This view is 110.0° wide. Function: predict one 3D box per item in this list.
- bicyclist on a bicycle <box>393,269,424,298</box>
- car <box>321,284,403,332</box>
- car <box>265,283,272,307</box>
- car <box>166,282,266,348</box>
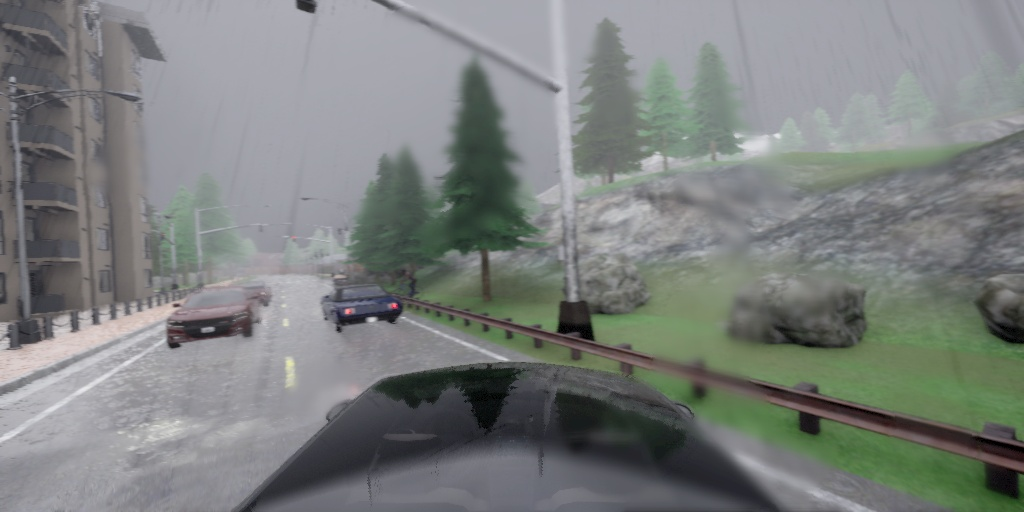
[{"bbox_3d":[-5.428,1.500,18.668,1.656,1.620,0.582,-4,0,-32],"label":"bicyclist on a bicycle"},{"bbox_3d":[-5.364,1.647,12.390,1.895,1.301,4.718,-3,0,-34],"label":"car"},{"bbox_3d":[-14.577,2.159,19.986,1.895,1.301,4.718,-3,0,-32],"label":"car"},{"bbox_3d":[-9.371,1.749,11.590,1.882,1.535,5.008,-3,0,-32],"label":"car"}]
